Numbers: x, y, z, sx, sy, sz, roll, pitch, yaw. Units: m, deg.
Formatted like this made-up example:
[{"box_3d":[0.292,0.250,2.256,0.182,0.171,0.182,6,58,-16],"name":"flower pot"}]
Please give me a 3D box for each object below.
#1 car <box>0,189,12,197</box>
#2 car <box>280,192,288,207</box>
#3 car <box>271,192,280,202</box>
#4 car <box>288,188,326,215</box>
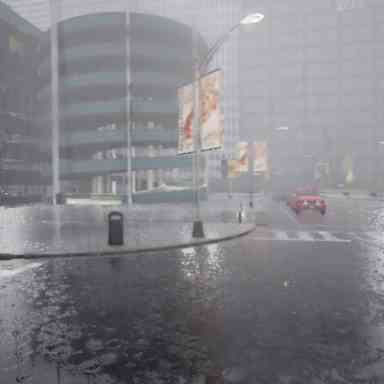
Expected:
[{"box_3d":[-36.346,0.312,61.807,5.566,2.045,2.435,0,1,11],"name":"car"},{"box_3d":[11.390,0.824,37.042,2.128,1.511,4.902,0,1,12],"name":"car"},{"box_3d":[12.522,0.733,46.962,1.994,1.385,4.181,0,1,1],"name":"car"},{"box_3d":[9.486,0.717,27.523,2.150,2.045,5.566,0,1,11],"name":"car"}]
